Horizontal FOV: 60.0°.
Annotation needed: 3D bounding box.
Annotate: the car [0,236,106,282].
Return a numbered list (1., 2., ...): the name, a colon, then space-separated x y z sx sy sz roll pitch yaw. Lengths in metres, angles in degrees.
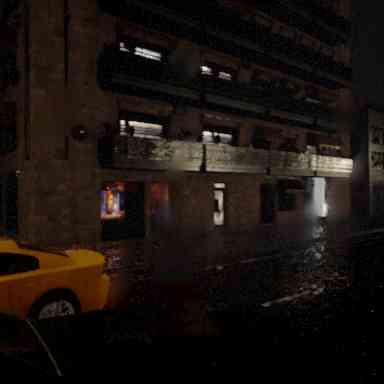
1. car: -3.773 1.495 4.989 5.008 1.535 1.882 0 0 -36

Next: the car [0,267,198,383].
1. car: -2.345 1.609 2.004 4.718 1.301 1.895 0 0 -36
